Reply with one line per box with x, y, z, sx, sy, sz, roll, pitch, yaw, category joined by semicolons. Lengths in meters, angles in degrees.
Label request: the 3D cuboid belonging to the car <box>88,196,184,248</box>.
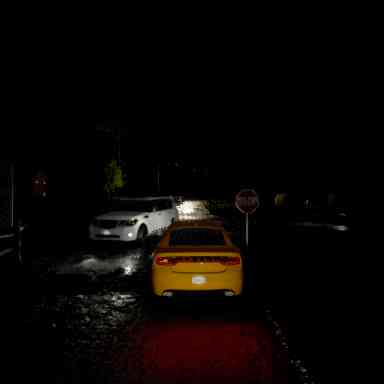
-2.409;1.225;15.377;2.150;2.045;5.566;-1;-1;19;car

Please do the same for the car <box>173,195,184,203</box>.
-2.668;1.471;67.592;1.882;1.535;5.008;0;0;0;car

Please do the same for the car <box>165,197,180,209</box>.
-2.763;1.524;47.194;1.812;1.442;4.674;0;0;0;car

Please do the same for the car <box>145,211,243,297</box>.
0.078;1.479;8.625;1.882;1.535;5.008;0;0;-1;car

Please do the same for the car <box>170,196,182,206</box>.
-2.723;1.522;57.101;1.812;1.442;4.674;0;0;1;car

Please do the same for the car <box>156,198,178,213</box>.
-2.809;1.491;38.142;2.128;1.511;4.902;0;0;1;car

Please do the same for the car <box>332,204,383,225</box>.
13.002;1.634;24.618;5.008;1.535;1.882;1;-1;0;car
